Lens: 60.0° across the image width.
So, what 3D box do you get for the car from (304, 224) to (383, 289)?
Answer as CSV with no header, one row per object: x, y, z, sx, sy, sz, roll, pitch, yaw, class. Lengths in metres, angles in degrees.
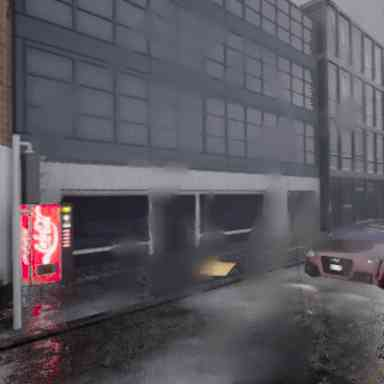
4.950,1.637,9.416,4.181,1.385,1.994,0,-1,-43,car
